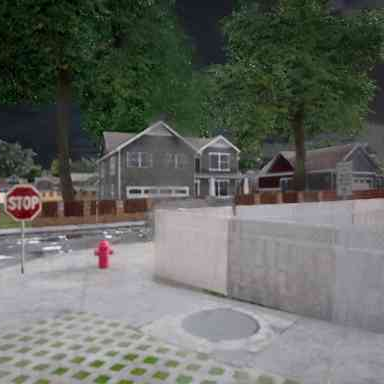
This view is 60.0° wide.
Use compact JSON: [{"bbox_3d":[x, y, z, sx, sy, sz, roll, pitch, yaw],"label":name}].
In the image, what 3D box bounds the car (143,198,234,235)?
[{"bbox_3d":[0.147,1.052,15.139,4.553,1.767,2.097,-2,0,-24],"label":"car"}]
